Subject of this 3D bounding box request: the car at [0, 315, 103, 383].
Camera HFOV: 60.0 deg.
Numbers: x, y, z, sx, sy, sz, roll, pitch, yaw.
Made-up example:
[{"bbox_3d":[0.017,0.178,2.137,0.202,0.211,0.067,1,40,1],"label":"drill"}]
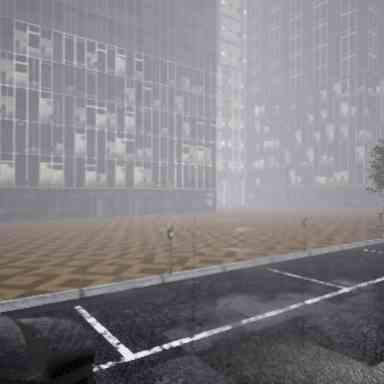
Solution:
[{"bbox_3d":[-2.807,1.503,1.376,4.892,1.490,1.837,0,0,-35],"label":"car"}]
